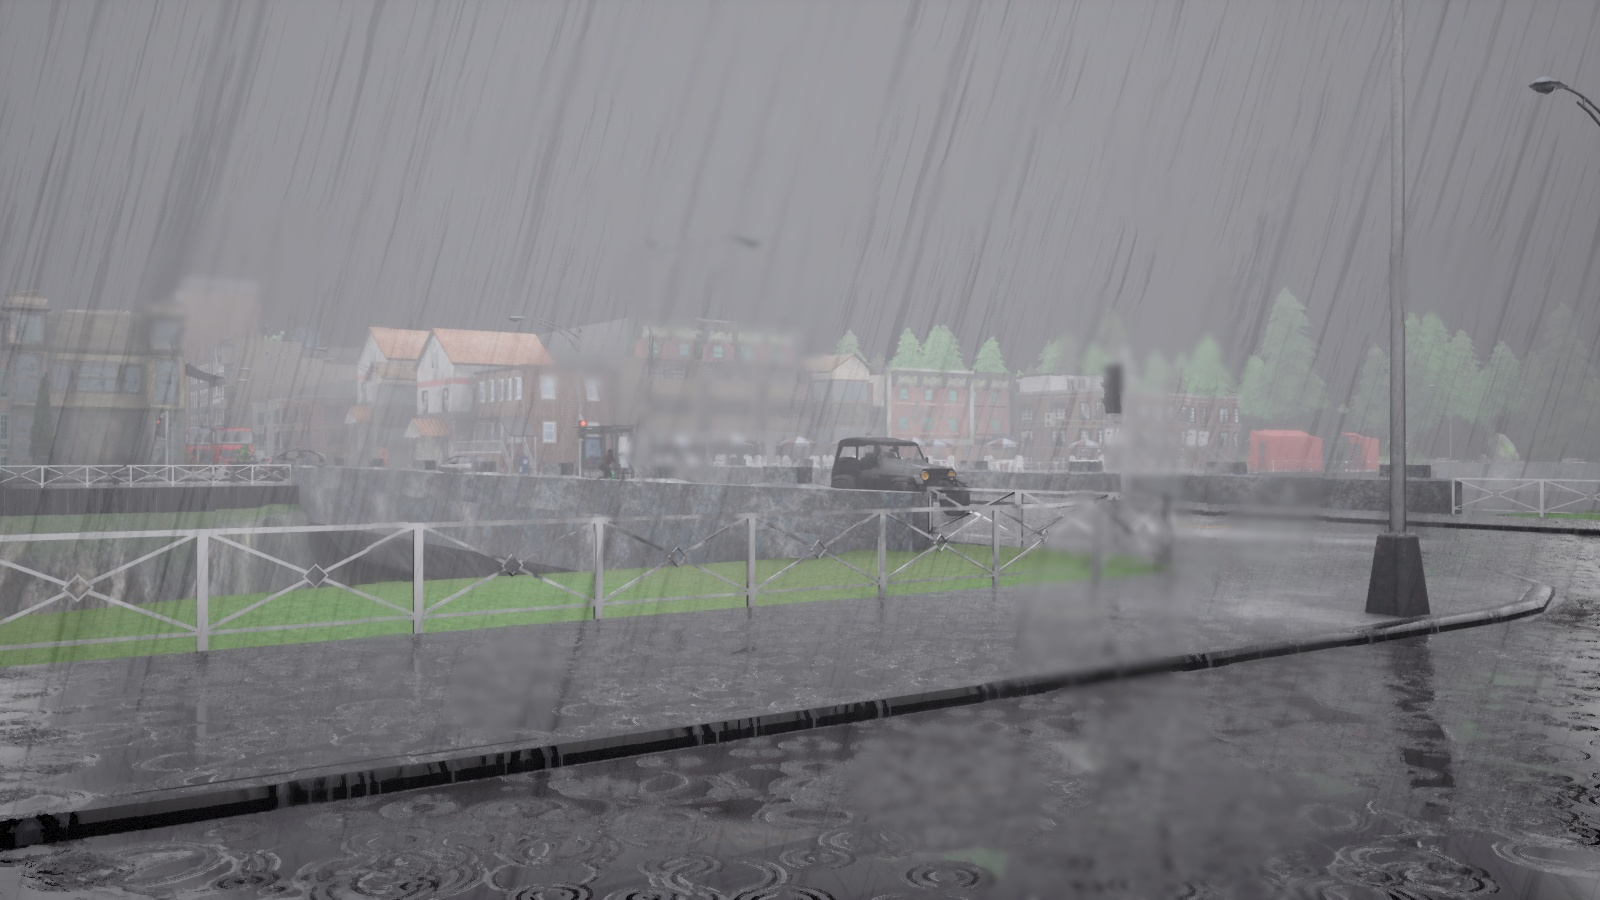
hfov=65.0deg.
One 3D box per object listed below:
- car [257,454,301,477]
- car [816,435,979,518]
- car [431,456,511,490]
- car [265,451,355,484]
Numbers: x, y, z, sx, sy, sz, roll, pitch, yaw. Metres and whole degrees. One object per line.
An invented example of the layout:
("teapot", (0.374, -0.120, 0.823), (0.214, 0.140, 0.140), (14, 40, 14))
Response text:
("car", (-34.641, 1.036, 83.433), (1.816, 1.474, 4.193), (0, 0, -35))
("car", (2.291, 0.610, 30.450), (1.905, 1.878, 3.866), (0, 0, -35))
("car", (-14.223, 0.971, 54.169), (1.994, 1.385, 4.181), (0, 0, -35))
("car", (-24.000, 0.845, 61.651), (3.988, 1.617, 1.851), (0, 0, -18))
